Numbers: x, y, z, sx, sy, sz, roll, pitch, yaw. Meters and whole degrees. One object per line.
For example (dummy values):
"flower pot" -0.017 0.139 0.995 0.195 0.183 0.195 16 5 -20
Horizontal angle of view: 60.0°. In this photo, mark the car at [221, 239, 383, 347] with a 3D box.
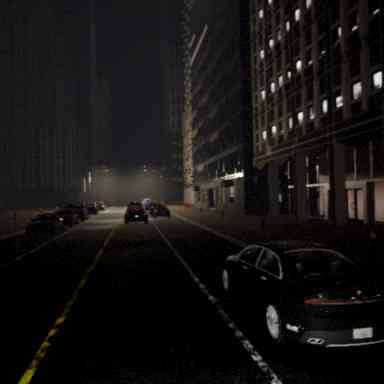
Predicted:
"car" 1.779 1.583 6.361 2.008 1.369 4.403 -1 -1 -10

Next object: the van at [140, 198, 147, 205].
"van" -13.631 2.572 93.438 1.690 1.788 3.998 -1 -1 -10

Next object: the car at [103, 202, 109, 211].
"car" -15.389 2.370 55.292 1.967 1.590 4.097 -1 -1 -10

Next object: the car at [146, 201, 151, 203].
"car" -4.163 2.093 39.947 1.947 1.339 4.313 -1 -1 -10

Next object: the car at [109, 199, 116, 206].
"car" -20.955 2.885 86.751 1.887 1.381 4.507 -1 -1 -10

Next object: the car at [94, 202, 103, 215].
"car" -13.407 2.219 44.095 1.967 1.590 4.097 -1 -1 -10

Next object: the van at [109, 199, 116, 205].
"van" -21.883 2.745 91.984 1.690 1.788 3.998 -1 -1 -10

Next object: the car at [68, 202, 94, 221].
"car" -11.428 1.936 32.899 2.192 1.841 5.009 -1 -1 -10

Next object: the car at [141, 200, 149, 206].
"car" -11.806 2.628 83.137 1.752 1.417 4.829 -1 -1 -10

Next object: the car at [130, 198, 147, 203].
"car" -6.958 1.950 40.760 2.097 1.767 4.553 -1 -1 -10

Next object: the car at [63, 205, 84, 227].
"car" -10.434 2.085 27.298 1.887 1.381 4.507 -1 -1 -10

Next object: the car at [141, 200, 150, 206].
"car" -10.850 2.617 77.738 1.802 1.307 4.206 -1 -1 -10

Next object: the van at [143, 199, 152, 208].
"van" -9.001 2.238 67.275 1.690 1.788 3.998 -1 -1 -10

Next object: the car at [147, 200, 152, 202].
"car" -6.144 2.264 51.142 1.802 1.307 4.206 -1 -1 -10

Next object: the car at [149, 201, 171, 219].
"car" -3.202 1.975 34.517 1.752 1.417 4.829 -1 -1 -10

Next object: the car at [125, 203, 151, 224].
"car" -4.915 1.999 29.294 1.994 1.385 4.181 -1 -1 -10

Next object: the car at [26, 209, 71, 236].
"car" -9.443 2.040 21.700 1.802 1.307 4.206 -1 -1 -10
